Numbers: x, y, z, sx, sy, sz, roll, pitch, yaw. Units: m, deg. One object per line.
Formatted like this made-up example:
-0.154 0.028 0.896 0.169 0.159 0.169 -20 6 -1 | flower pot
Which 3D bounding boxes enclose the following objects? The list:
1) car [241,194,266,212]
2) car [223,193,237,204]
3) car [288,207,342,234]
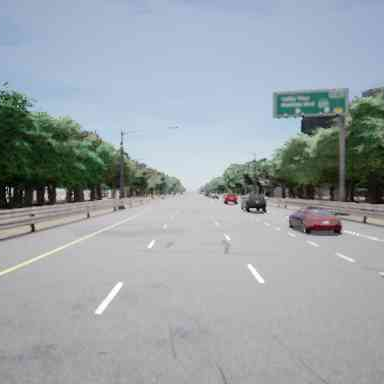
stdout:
7.041 1.213 38.291 2.150 2.045 5.566 0 0 0 | car
7.074 1.209 61.779 2.150 2.045 5.566 0 0 0 | car
7.014 1.565 19.386 1.994 1.385 4.181 0 0 0 | car
